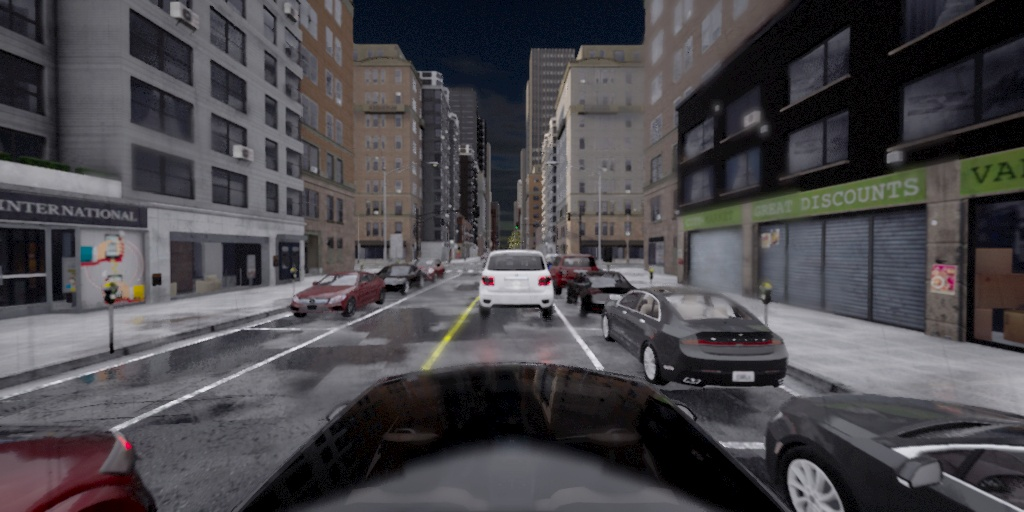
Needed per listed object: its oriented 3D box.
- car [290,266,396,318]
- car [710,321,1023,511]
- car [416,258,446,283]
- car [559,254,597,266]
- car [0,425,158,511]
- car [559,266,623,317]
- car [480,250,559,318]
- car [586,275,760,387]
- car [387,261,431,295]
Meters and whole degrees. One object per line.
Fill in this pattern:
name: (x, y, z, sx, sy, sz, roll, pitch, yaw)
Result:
car: (-5.620, 1.170, 12.192, 1.802, 1.307, 4.207, 0, 0, 0)
car: (2.851, 1.309, 1.111, 2.007, 1.370, 4.403, 0, 0, 0)
car: (-5.565, 0.857, 23.240, 1.967, 1.591, 4.097, 0, 0, 0)
car: (2.934, 0.818, 17.680, 2.192, 1.841, 5.009, 0, 0, 0)
car: (-3.111, 1.335, 0.346, 1.994, 1.385, 4.181, 0, 1, 0)
car: (2.906, 1.154, 12.157, 1.948, 1.339, 4.313, 0, 0, 0)
car: (0.146, 0.806, 12.404, 2.150, 2.045, 5.566, 0, 1, 1)
car: (2.879, 1.224, 6.634, 2.007, 1.370, 4.403, 0, 0, 0)
car: (-5.592, 1.069, 17.716, 1.948, 1.339, 4.313, 0, 0, 0)
